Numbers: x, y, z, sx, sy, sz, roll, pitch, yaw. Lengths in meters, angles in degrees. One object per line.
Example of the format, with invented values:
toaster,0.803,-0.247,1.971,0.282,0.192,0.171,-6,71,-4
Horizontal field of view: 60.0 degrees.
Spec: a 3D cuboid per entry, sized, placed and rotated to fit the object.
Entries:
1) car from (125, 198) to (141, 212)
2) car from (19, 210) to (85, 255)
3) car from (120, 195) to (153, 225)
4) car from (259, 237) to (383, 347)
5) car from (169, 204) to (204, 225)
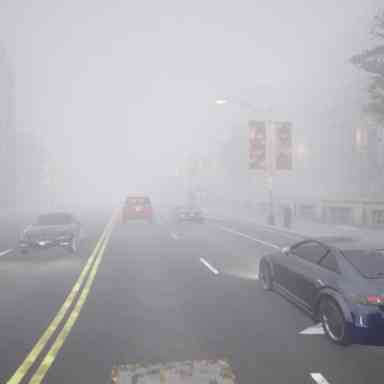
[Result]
car,-7.291,1.567,40.832,1.882,1.535,5.008,0,0,-11
car,-5.604,1.561,13.831,1.837,1.490,4.892,0,-1,-11
car,-4.117,1.273,24.874,2.150,2.045,5.566,0,0,-11
car,2.780,1.545,6.381,1.994,1.385,4.181,0,0,-8
car,-0.486,1.569,24.600,2.033,1.411,5.357,0,0,-11
